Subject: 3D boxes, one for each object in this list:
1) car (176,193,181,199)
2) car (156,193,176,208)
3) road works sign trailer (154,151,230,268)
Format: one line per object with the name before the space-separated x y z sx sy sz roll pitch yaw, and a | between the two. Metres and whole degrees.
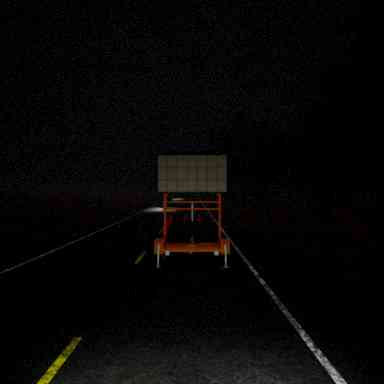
car | -3.490 0.809 73.815 1.994 1.385 4.181 0 2 0
car | -3.593 1.220 43.712 2.128 1.511 4.902 0 1 0
road works sign trailer | 0.013 0.444 11.212 2.380 3.560 2.880 0 0 1
